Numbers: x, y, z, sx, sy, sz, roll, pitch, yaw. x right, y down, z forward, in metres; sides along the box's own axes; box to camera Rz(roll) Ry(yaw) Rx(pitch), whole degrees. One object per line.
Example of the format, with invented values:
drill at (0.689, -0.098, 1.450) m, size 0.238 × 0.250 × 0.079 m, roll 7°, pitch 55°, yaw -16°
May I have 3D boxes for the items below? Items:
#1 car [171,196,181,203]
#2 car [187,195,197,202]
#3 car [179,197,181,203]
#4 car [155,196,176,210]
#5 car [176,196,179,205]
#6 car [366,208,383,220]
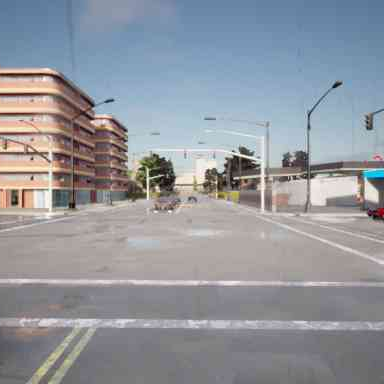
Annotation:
car at (-3.423, 1.595, 70.779) m, size 1.895 × 1.301 × 4.718 m, roll 0°, pitch 0°, yaw 0°
car at (0.077, 1.339, 70.824) m, size 1.812 × 1.442 × 4.674 m, roll 0°, pitch 0°, yaw 0°
car at (-3.499, 1.505, 60.816) m, size 1.837 × 1.490 × 4.892 m, roll 0°, pitch 0°, yaw 0°
car at (-3.539, 1.352, 42.713) m, size 2.097 × 1.767 × 4.553 m, roll 0°, pitch 0°, yaw 0°
car at (-3.530, 1.601, 51.662) m, size 1.895 × 1.301 × 4.718 m, roll 0°, pitch 0°, yaw 0°
car at (16.564, 1.601, 26.430) m, size 4.718 × 1.301 × 1.895 m, roll 0°, pitch 0°, yaw 1°
